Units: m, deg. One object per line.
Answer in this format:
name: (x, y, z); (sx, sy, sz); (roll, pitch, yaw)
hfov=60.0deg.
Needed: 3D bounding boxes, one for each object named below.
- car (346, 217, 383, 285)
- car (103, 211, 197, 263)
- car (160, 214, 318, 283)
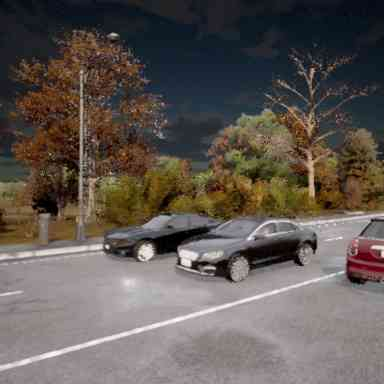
car: (5.862, 1.352, 8.384); (4.553, 1.767, 2.097); (0, 0, -38)
car: (-0.767, 1.494, 12.291); (5.008, 1.535, 1.882); (0, 0, -38)
car: (1.778, 1.500, 9.843); (4.902, 1.511, 2.128); (0, 0, -38)
